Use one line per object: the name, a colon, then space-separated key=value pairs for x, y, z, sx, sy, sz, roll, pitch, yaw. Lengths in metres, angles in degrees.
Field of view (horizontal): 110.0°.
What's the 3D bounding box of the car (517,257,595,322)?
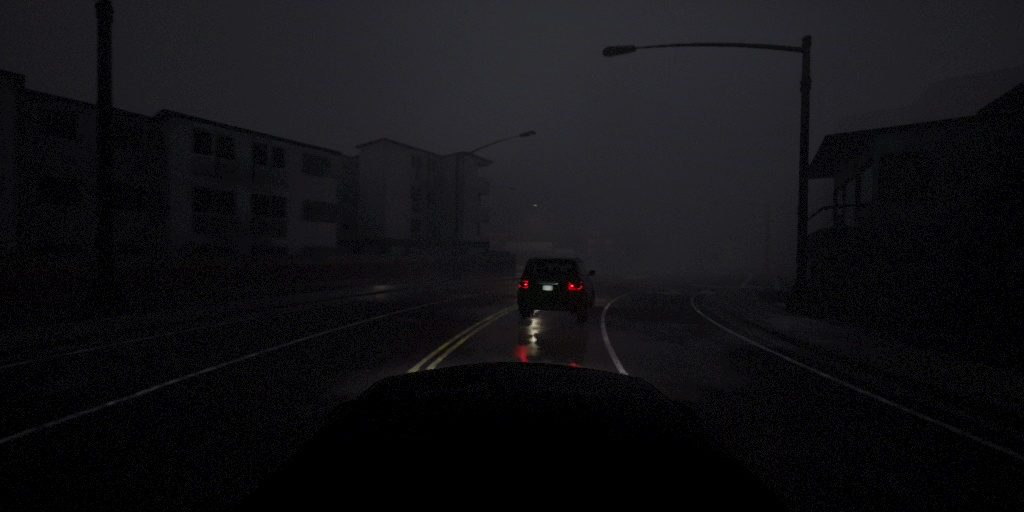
car: x=1.778 y=1.074 z=13.174 sx=2.150 sy=2.045 sz=5.566 roll=1 pitch=-1 yaw=16
